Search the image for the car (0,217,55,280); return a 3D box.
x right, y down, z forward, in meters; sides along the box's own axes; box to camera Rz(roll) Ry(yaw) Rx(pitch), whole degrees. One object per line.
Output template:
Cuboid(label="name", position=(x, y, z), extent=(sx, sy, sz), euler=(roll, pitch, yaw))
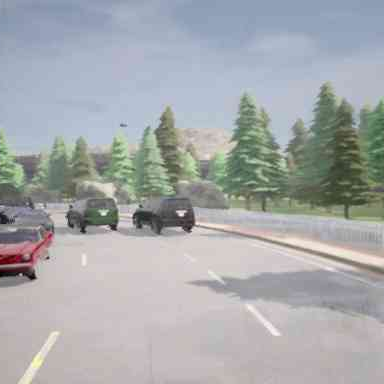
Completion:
Cuboid(label="car", position=(-5.381, 1.684, 10.007), extent=(1.895, 1.301, 4.718), euler=(0, 0, -17))

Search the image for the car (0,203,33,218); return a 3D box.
Cuboid(label="car", position=(-12.086, 1.744, 23.266), extent=(2.033, 1.411, 5.357), euler=(0, 0, -39))

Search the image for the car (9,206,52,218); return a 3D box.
Cuboid(label="car", position=(-9.159, 1.714, 19.113), extent=(1.994, 1.385, 4.181), euler=(0, 0, -31))

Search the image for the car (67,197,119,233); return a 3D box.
Cuboid(label="car", position=(-6.419, 1.357, 21.191), extent=(2.150, 2.045, 5.566), euler=(0, 0, -31))

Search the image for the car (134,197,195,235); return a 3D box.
Cuboid(label="car", position=(-1.795, 1.315, 20.073), extent=(2.150, 2.045, 5.566), euler=(0, 0, -27))

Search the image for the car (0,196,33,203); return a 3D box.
Cuboid(label="car", position=(-21.246, 1.542, 39.395), extent=(5.566, 2.045, 2.150), euler=(-1, -1, 27))
